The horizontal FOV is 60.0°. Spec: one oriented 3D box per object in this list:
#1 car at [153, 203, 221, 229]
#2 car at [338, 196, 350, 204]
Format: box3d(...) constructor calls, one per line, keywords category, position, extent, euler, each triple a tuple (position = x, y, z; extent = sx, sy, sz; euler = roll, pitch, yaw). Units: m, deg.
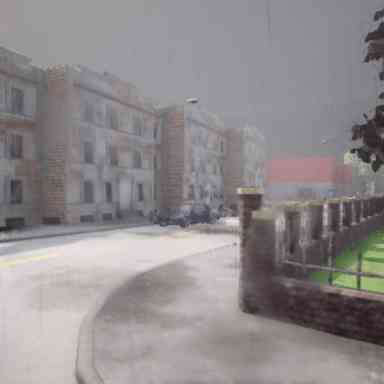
box3d(category="car", position=(-0.143, 1.455, 21.457), extent=(2.033, 1.411, 5.357), euler=(1, 0, 35))
box3d(category="car", position=(27.915, 1.480, 60.821), extent=(1.812, 1.442, 4.674), euler=(1, 0, 36))
